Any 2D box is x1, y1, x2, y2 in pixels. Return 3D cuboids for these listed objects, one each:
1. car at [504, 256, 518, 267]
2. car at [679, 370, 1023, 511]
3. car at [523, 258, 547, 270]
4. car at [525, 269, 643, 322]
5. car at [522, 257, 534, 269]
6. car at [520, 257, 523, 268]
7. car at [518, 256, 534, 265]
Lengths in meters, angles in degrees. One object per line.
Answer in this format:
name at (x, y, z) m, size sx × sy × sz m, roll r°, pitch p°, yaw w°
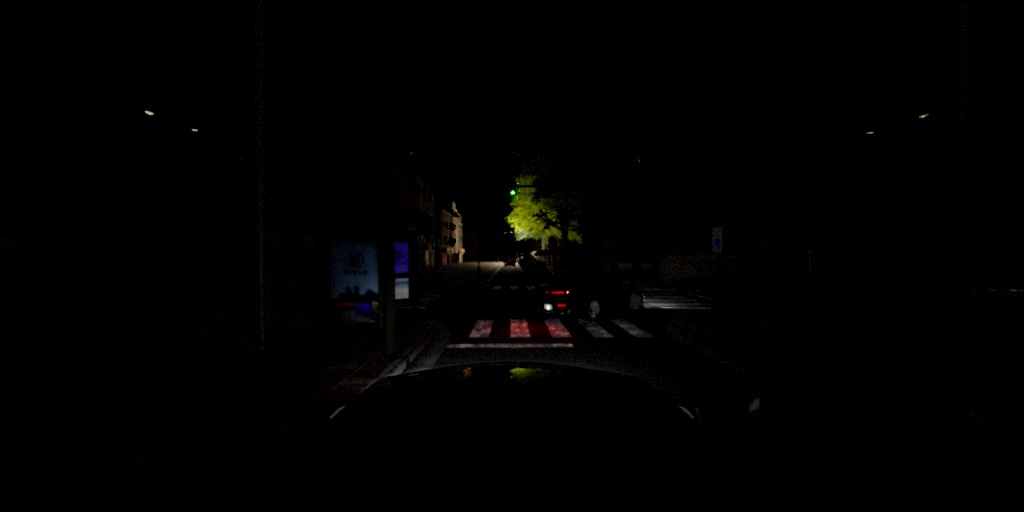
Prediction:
car at (-0.297, 1.163, 59.079) m, size 1.895 × 1.301 × 4.718 m, roll 0°, pitch 0°, yaw 0°
car at (2.638, 1.313, 2.011) m, size 1.948 × 1.339 × 4.313 m, roll 0°, pitch 0°, yaw 0°
car at (2.440, 1.154, 34.523) m, size 2.007 × 1.370 × 4.403 m, roll 0°, pitch 0°, yaw 0°
car at (2.693, 1.223, 12.210) m, size 1.837 × 1.490 × 4.892 m, roll -3°, pitch -2°, yaw 43°
car at (2.406, 1.115, 40.142) m, size 1.751 × 1.417 × 4.829 m, roll 0°, pitch 0°, yaw 0°
car at (2.374, 1.128, 45.423) m, size 2.007 × 1.370 × 4.403 m, roll 0°, pitch 0°, yaw 0°
car at (2.341, 0.884, 50.871) m, size 2.192 × 1.841 × 5.009 m, roll 0°, pitch 0°, yaw 0°
